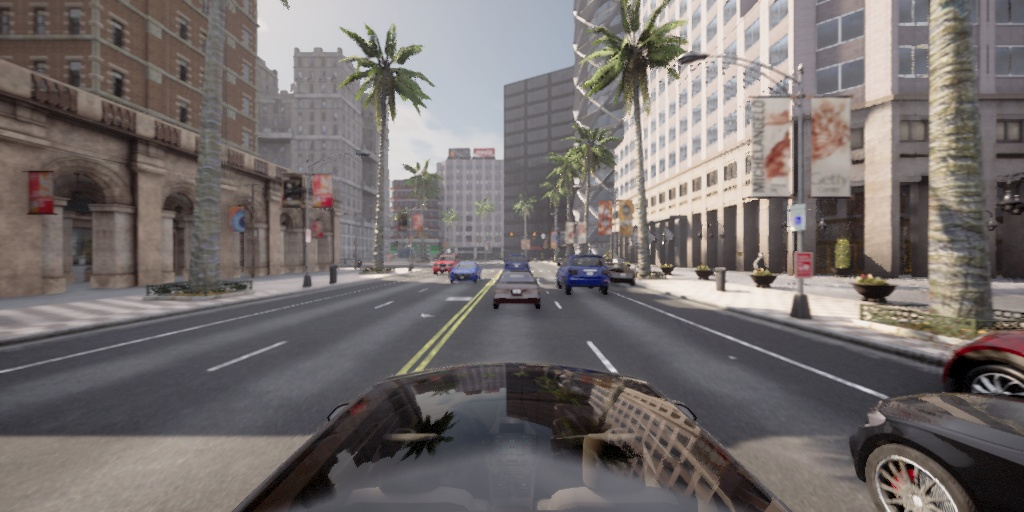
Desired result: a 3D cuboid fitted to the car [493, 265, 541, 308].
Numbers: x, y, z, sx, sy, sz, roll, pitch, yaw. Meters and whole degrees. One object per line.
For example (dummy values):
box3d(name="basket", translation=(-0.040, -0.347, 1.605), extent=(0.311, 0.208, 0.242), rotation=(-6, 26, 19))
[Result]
box3d(name="car", translation=(0.204, 1.268, 14.897), extent=(2.033, 1.411, 5.357), rotation=(0, 0, 1))

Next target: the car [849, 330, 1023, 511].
box3d(name="car", translation=(3.600, 1.278, 0.866), extent=(1.812, 1.442, 4.674), rotation=(0, 0, 0))

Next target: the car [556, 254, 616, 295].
box3d(name="car", translation=(3.770, 0.931, 19.805), extent=(2.150, 2.045, 5.566), rotation=(0, 0, 1))

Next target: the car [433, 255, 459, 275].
box3d(name="car", translation=(-6.639, 0.896, 37.332), extent=(2.150, 2.045, 5.566), rotation=(0, 0, 1))

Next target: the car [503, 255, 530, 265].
box3d(name="car", translation=(0.406, 0.905, 31.591), extent=(2.150, 2.045, 5.566), rotation=(0, 0, 1))

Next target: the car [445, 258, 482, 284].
box3d(name="car", translation=(-3.336, 1.173, 26.614), extent=(1.882, 1.535, 5.008), rotation=(0, 0, 1))
